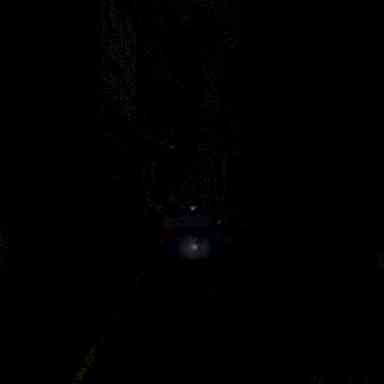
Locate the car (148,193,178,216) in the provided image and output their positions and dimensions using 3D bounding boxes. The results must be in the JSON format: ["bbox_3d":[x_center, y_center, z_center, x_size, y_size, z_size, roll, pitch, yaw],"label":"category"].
[{"bbox_3d":[-2.840,1.148,31.874,2.150,2.045,5.566,0,0,0],"label":"car"}]

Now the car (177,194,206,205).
[{"bbox_3d":[0.077,1.294,28.012,2.097,1.767,4.553,0,0,0],"label":"car"}]

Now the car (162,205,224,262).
[{"bbox_3d":[0.077,1.460,12.131,1.882,1.535,5.008,0,0,0],"label":"car"}]
